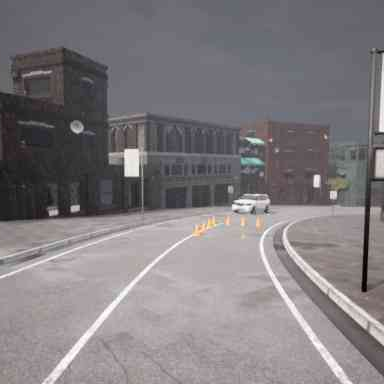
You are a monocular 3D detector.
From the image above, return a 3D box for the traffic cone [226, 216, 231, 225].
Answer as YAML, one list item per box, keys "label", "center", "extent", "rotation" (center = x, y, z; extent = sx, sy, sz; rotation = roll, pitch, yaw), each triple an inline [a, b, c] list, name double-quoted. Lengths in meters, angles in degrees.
- label: "traffic cone"
  center: [2.482, 1.949, 22.684]
  extent: [0.340, 0.580, 0.340]
  rotation: [2, 0, 12]

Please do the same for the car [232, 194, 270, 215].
- label: "car"
  center: [6.265, 1.208, 34.625]
  extent: [2.150, 2.045, 5.566]
  rotation: [3, 1, 35]
